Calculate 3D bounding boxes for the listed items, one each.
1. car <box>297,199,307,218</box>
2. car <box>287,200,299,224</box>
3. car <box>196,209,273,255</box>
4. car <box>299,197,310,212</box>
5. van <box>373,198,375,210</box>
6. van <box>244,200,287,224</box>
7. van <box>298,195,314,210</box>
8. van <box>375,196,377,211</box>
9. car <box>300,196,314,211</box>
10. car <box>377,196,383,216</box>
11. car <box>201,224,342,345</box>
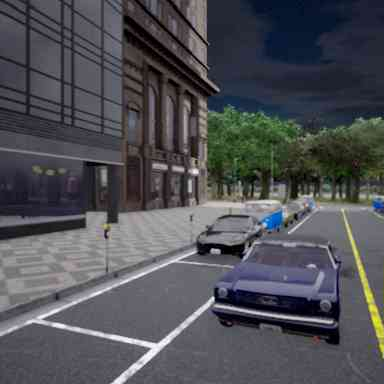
[{"bbox_3d":[8.152,1.564,27.782,1.947,1.339,4.313,0,0,24],"label":"car"},{"bbox_3d":[5.912,1.524,22.641,1.752,1.417,4.829,0,0,24],"label":"car"},{"bbox_3d":[1.635,1.564,12.827,1.947,1.339,4.313,0,0,24],"label":"car"},{"bbox_3d":[10.256,1.525,32.611,1.752,1.417,4.829,0,0,24],"label":"car"},{"bbox_3d":[22.484,1.340,39.331,1.690,1.788,3.998,0,0,24],"label":"van"},{"bbox_3d":[3.807,1.339,17.812,1.690,1.788,3.998,0,0,24],"label":"van"},{"bbox_3d":[14.668,1.343,42.737,1.690,1.788,3.998,0,0,24],"label":"van"},{"bbox_3d":[20.311,1.339,34.346,1.690,1.788,3.998,0,0,24],"label":"van"},{"bbox_3d":[12.496,1.440,37.751,1.967,1.590,4.097,0,0,24],"label":"car"},{"bbox_3d":[18.139,1.312,29.361,2.192,1.841,5.009,0,0,24],"label":"car"},{"bbox_3d":[1.976,1.600,6.692,1.895,1.301,4.718,0,0,24],"label":"car"}]
